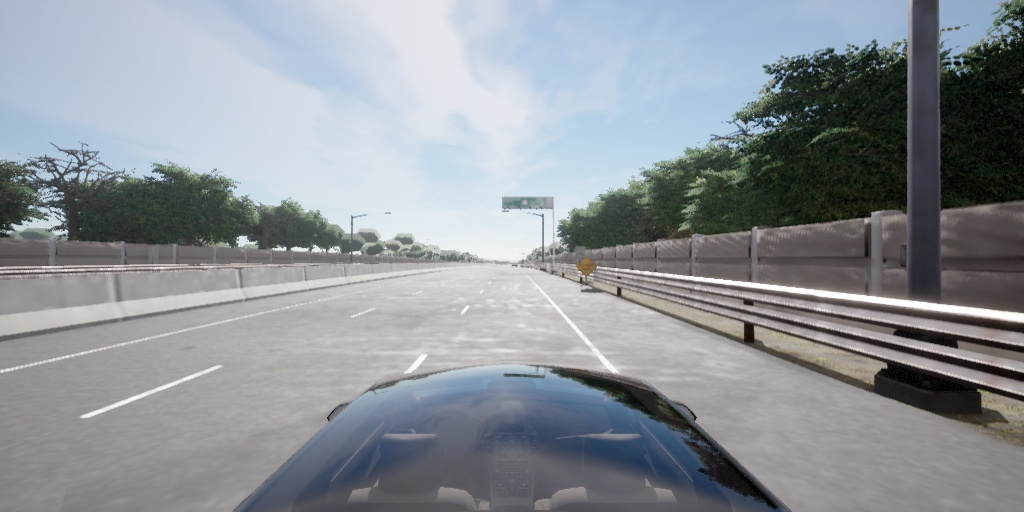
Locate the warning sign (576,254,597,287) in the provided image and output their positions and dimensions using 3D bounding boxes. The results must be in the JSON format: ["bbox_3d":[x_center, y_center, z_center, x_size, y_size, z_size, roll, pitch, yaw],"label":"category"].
[{"bbox_3d":[4.550,0.937,21.907,1.300,1.860,1.060,0,0,0],"label":"warning sign"}]
